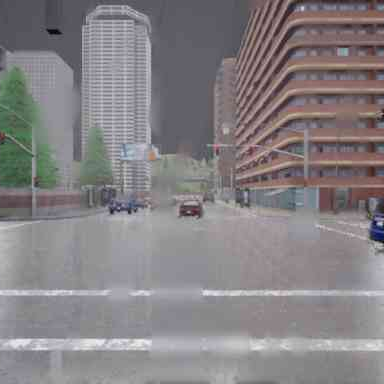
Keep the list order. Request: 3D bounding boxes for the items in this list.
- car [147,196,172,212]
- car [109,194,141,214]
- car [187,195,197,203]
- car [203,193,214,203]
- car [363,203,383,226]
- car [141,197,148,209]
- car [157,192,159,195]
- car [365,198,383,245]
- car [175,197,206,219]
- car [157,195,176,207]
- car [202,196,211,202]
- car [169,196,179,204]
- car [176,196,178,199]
[{"bbox_3d":[-3.647,1.526,38.259,1.812,1.442,4.674,0,0,0],"label":"car"},{"bbox_3d":[-7.146,1.222,35.199,2.150,2.045,5.566,0,0,0],"label":"car"},{"bbox_3d":[0.017,1.478,68.001,1.882,1.535,5.008,0,0,0],"label":"car"},{"bbox_3d":[3.412,1.221,68.680,2.150,2.045,5.566,0,0,0],"label":"car"},{"bbox_3d":[15.002,1.492,23.249,5.357,1.411,2.033,0,0,-12],"label":"car"},{"bbox_3d":[-7.158,1.547,45.449,2.033,1.411,5.357,0,0,0],"label":"car"},{"bbox_3d":[-7.127,1.352,64.787,2.097,1.767,4.553,0,0,0],"label":"car"},{"bbox_3d":[9.266,1.177,11.788,5.566,2.045,2.150,-1,0,-3],"label":"car"},{"bbox_3d":[-0.051,1.475,29.620,1.882,1.535,5.008,0,0,4],"label":"car"},{"bbox_3d":[-3.652,1.526,47.355,1.812,1.442,4.674,0,0,0],"label":"car"},{"bbox_3d":[3.400,1.576,78.247,1.895,1.301,4.718,0,0,0],"label":"car"},{"bbox_3d":[-3.607,1.526,67.022,1.812,1.442,4.674,0,0,0],"label":"car"},{"bbox_3d":[-3.656,1.547,57.066,2.033,1.411,5.357,0,0,0],"label":"car"}]
